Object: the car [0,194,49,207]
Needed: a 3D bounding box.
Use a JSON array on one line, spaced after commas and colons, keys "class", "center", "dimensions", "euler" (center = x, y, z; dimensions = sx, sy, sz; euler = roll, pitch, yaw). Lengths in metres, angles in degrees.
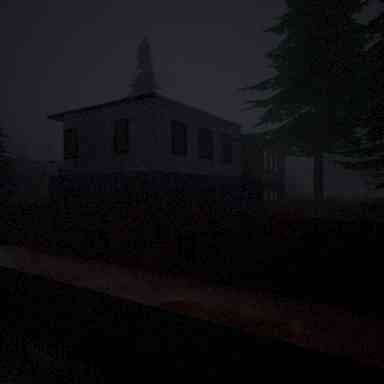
[{"class": "car", "center": [-14.753, 1.202, 29.594], "dimensions": [2.150, 2.045, 5.566], "euler": [0, 0, 27]}]
